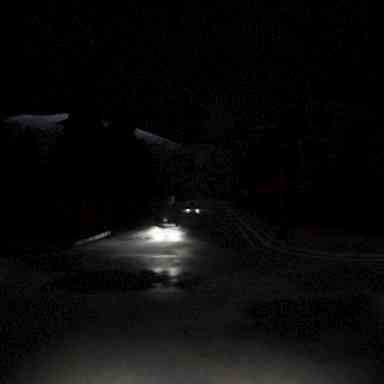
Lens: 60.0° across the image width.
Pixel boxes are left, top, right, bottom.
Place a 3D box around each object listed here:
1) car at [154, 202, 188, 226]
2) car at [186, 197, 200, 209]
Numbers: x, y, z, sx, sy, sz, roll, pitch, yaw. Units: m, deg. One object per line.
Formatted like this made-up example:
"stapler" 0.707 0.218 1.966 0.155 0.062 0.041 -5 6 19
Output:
"car" -1.784 1.802 26.506 2.128 1.511 4.902 0 -1 4
"car" 0.232 1.887 58.606 2.150 2.045 5.566 0 -1 4
